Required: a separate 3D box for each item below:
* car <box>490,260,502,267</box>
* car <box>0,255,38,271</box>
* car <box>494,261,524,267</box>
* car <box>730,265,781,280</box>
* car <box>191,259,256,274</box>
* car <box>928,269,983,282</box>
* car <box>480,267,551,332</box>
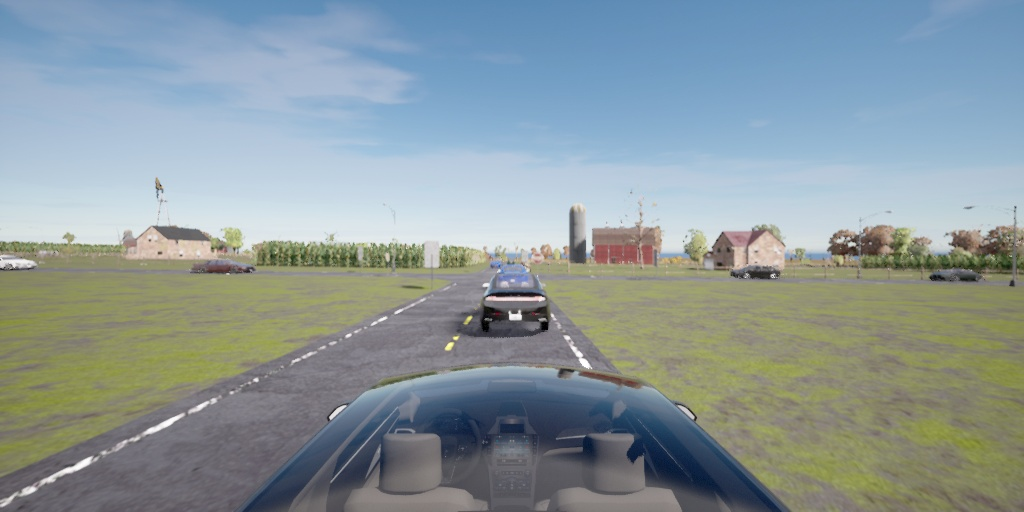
[{"bbox_3d":[-2.923,1.468,64.603,1.882,1.535,5.008,0,0,0],"label":"car"},{"bbox_3d":[-50.451,0.673,35.750,4.674,1.442,1.812,1,0,0],"label":"car"},{"bbox_3d":[0.094,1.295,23.158,1.882,1.535,5.008,0,0,1],"label":"car"},{"bbox_3d":[26.444,1.753,39.048,4.892,1.490,1.837,1,0,0],"label":"car"},{"bbox_3d":[-28.733,1.028,35.791,5.357,1.411,2.033,1,0,0],"label":"car"},{"bbox_3d":[48.288,2.101,39.081,4.181,1.385,1.994,1,0,0],"label":"car"},{"bbox_3d":[0.083,1.268,11.050,2.128,1.511,4.902,0,0,0],"label":"car"}]
